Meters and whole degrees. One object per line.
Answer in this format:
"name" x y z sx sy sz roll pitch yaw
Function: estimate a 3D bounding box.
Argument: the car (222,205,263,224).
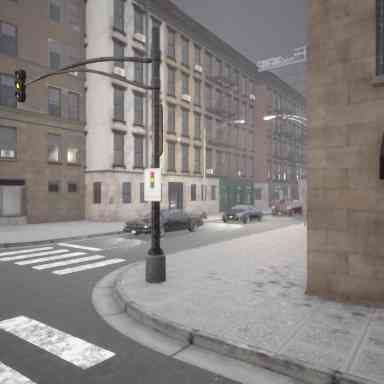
"car" 4.069 1.696 26.499 1.994 1.385 4.181 0 0 36

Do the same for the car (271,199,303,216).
"car" 9.985 1.538 34.785 2.097 1.767 4.553 0 0 35

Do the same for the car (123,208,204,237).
"car" -1.383 1.630 18.857 2.033 1.411 5.357 0 0 35
